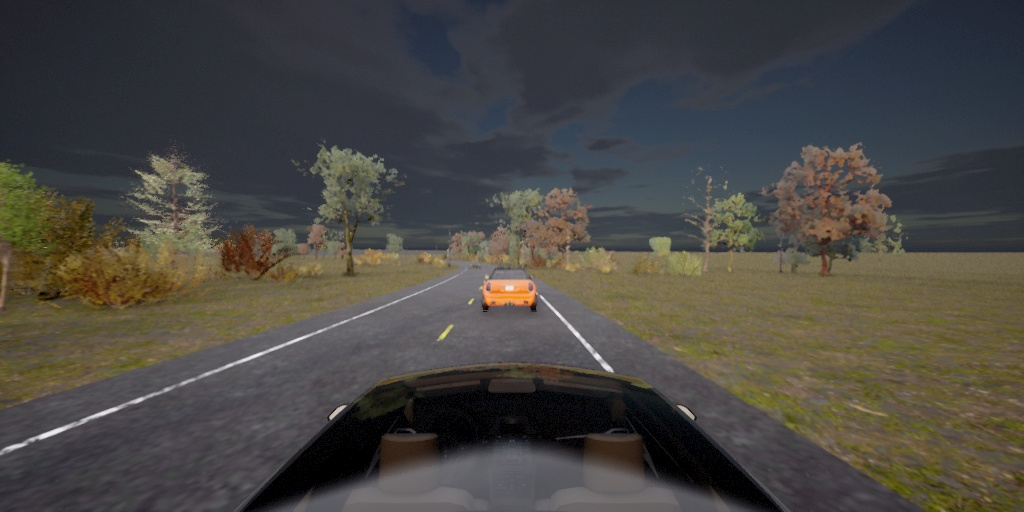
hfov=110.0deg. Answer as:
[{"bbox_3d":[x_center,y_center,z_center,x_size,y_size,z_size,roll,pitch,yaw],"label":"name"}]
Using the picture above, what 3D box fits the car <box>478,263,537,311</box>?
[{"bbox_3d":[-0.118,1.226,15.278,2.097,1.767,4.553,0,-1,-1],"label":"car"}]
